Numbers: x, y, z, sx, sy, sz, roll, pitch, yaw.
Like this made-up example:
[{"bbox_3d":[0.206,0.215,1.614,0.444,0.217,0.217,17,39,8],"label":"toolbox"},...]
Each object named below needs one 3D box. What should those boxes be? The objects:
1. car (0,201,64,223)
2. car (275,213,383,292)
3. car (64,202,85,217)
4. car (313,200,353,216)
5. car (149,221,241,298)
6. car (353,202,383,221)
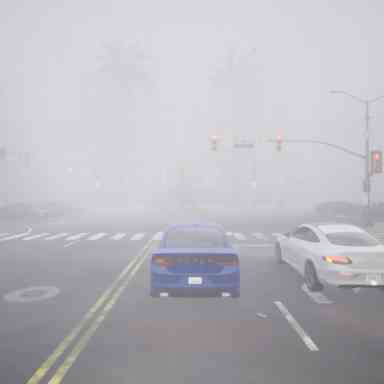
[{"bbox_3d":[-12.759,1.546,25.347,5.357,1.411,2.033,0,0,24],"label":"car"},{"bbox_3d":[3.572,1.525,8.837,1.812,1.442,4.674,0,0,0],"label":"car"},{"bbox_3d":[-12.007,1.563,30.372,4.181,1.385,1.994,0,0,0],"label":"car"},{"bbox_3d":[13.631,1.503,30.357,4.892,1.490,1.837,0,0,0],"label":"car"},{"bbox_3d":[0.071,1.477,8.589,1.882,1.535,5.008,0,0,0],"label":"car"},{"bbox_3d":[15.983,1.524,26.840,4.674,1.442,1.812,0,0,0],"label":"car"}]
